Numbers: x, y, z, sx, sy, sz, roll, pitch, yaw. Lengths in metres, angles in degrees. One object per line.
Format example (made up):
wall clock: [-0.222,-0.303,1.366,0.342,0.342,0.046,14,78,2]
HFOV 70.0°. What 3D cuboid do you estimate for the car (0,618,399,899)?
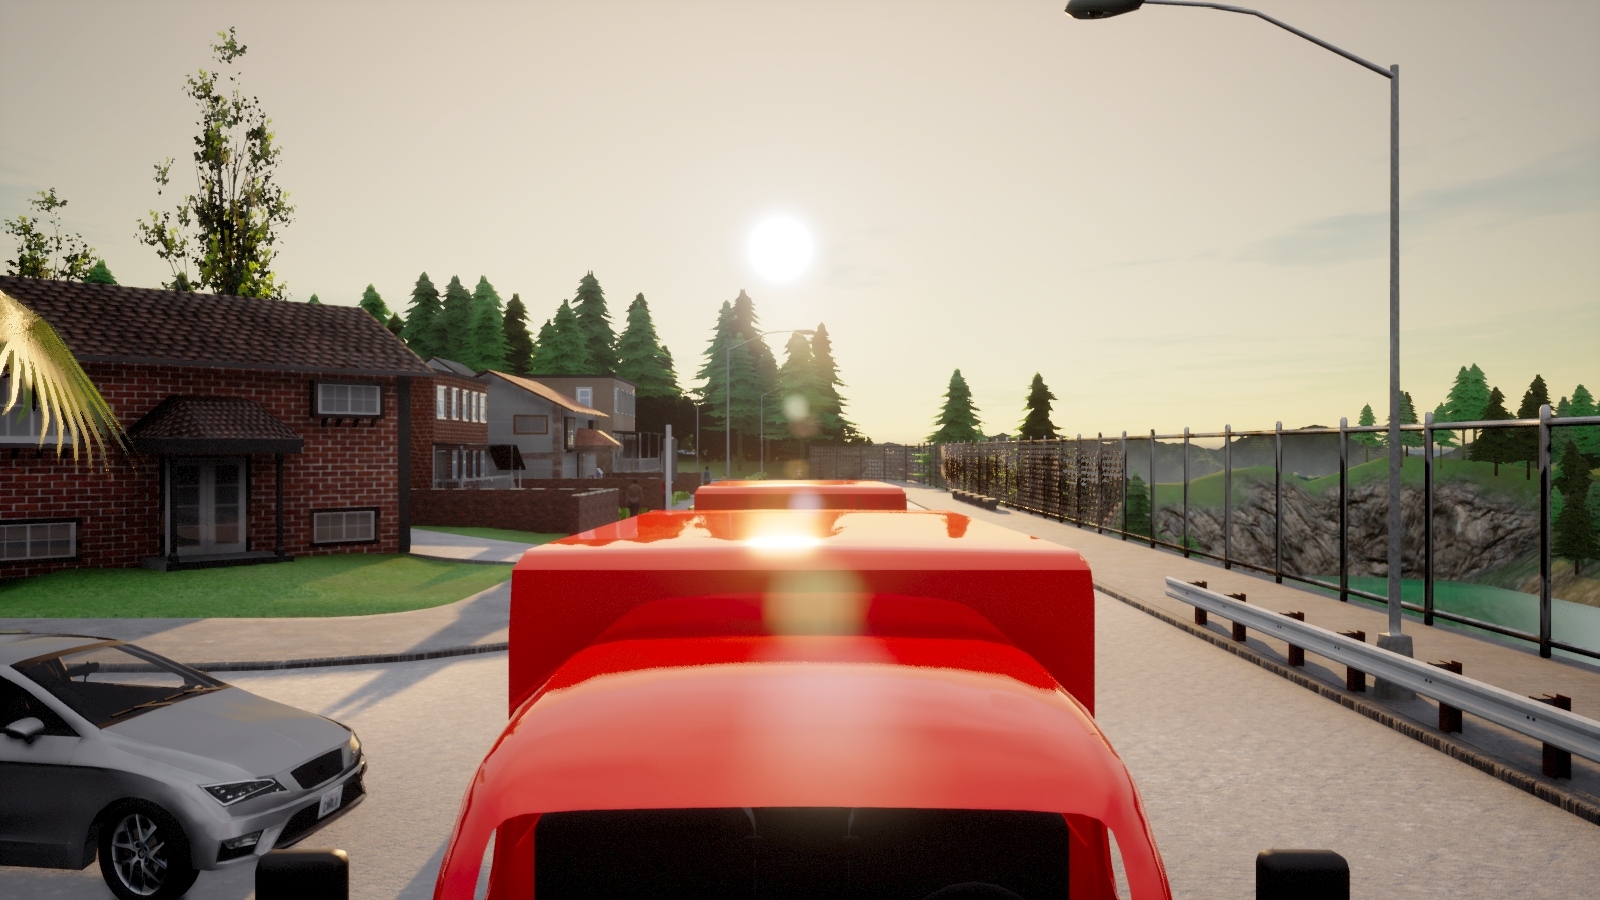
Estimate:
car: [-5.218,2.069,7.982,4.193,1.474,1.816,0,0,8]

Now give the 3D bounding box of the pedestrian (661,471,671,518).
pedestrian: [-5.306,1.763,45.221,0.375,1.860,0.375,0,0,0]

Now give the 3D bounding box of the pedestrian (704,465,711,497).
pedestrian: [-5.294,1.772,65.244,0.375,1.860,0.375,0,0,0]

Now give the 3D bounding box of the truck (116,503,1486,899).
truck: [0.003,1.571,4.792,2.627,2.467,5.204,0,0,0]

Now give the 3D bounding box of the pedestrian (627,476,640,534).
pedestrian: [-5.359,1.760,36.831,0.375,1.860,0.375,0,0,-1]
